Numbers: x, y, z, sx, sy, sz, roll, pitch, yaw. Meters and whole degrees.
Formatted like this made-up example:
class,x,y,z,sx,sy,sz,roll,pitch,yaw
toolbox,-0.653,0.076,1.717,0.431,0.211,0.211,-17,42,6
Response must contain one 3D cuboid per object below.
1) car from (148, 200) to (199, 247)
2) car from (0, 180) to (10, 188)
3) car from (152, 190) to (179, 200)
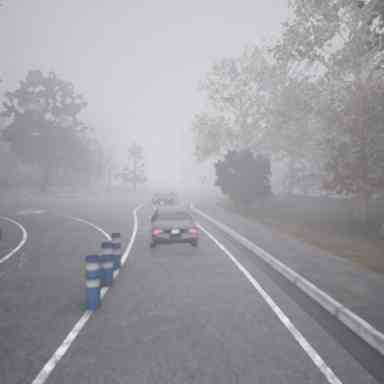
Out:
class,x,y,z,sx,sy,sz,roll,pitch,yaw
car,-0.846,1.333,14.004,2.033,1.411,5.357,0,2,-6
car,-35.899,-1.505,60.682,1.837,1.490,4.892,2,3,27
car,-2.350,0.497,30.673,1.895,1.301,4.718,0,4,5
